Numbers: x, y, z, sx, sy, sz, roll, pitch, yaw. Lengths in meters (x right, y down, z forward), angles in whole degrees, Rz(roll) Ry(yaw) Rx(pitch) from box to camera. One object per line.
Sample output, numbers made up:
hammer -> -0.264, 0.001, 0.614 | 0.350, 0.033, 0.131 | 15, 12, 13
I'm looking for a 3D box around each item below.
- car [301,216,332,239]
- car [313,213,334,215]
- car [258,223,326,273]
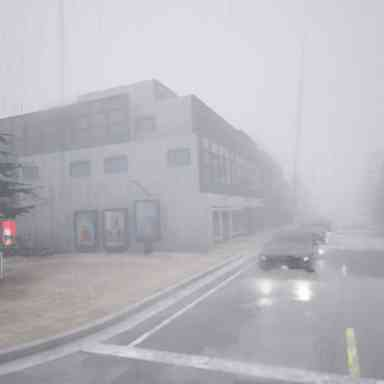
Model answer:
car -> 8.325, 2.651, 23.050 | 2.033, 1.411, 5.357 | -4, -4, 24
car -> 12.360, 3.063, 32.153 | 1.994, 1.385, 4.181 | -4, -4, 24
car -> 4.116, 2.236, 13.513 | 2.033, 1.411, 5.357 | -4, -4, 24
